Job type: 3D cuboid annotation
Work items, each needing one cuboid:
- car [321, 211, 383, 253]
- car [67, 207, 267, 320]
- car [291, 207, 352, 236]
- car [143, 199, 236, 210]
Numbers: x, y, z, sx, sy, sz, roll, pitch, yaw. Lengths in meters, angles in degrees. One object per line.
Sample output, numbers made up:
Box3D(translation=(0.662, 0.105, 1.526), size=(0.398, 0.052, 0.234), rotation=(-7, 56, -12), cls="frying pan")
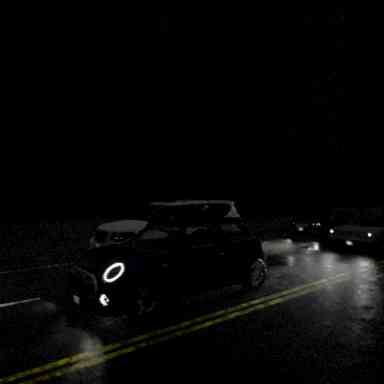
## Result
Box3D(translation=(7.707, 1.637, 14.048), size=(4.718, 1.301, 1.895), rotation=(0, 0, -39), cls="car")
Box3D(translation=(-0.394, 1.398, 7.589), size=(4.553, 1.767, 2.097), rotation=(0, 0, -39), cls="car")
Box3D(translation=(7.256, 1.552, 17.838), size=(4.902, 1.511, 2.128), rotation=(0, 0, -38), cls="car")
Box3D(translation=(-0.622, 1.292, 11.568), size=(5.566, 2.045, 2.150), rotation=(0, 0, -39), cls="car")
